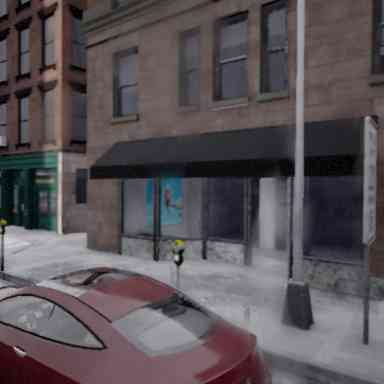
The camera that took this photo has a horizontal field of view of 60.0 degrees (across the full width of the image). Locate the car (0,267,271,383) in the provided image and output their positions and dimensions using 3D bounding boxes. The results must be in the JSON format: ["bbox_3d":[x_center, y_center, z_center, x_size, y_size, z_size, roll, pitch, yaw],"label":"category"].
[{"bbox_3d":[-1.249,1.526,3.668,4.206,1.307,1.802,1,1,35],"label":"car"}]
